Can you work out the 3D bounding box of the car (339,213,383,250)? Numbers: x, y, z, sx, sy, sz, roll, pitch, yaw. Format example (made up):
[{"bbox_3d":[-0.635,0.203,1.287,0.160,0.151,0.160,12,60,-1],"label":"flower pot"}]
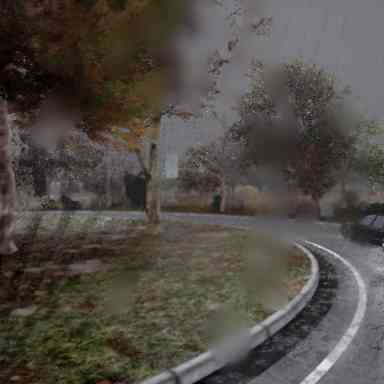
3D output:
[{"bbox_3d":[7.950,1.537,13.395,2.033,1.411,5.357,0,0,0],"label":"car"}]
